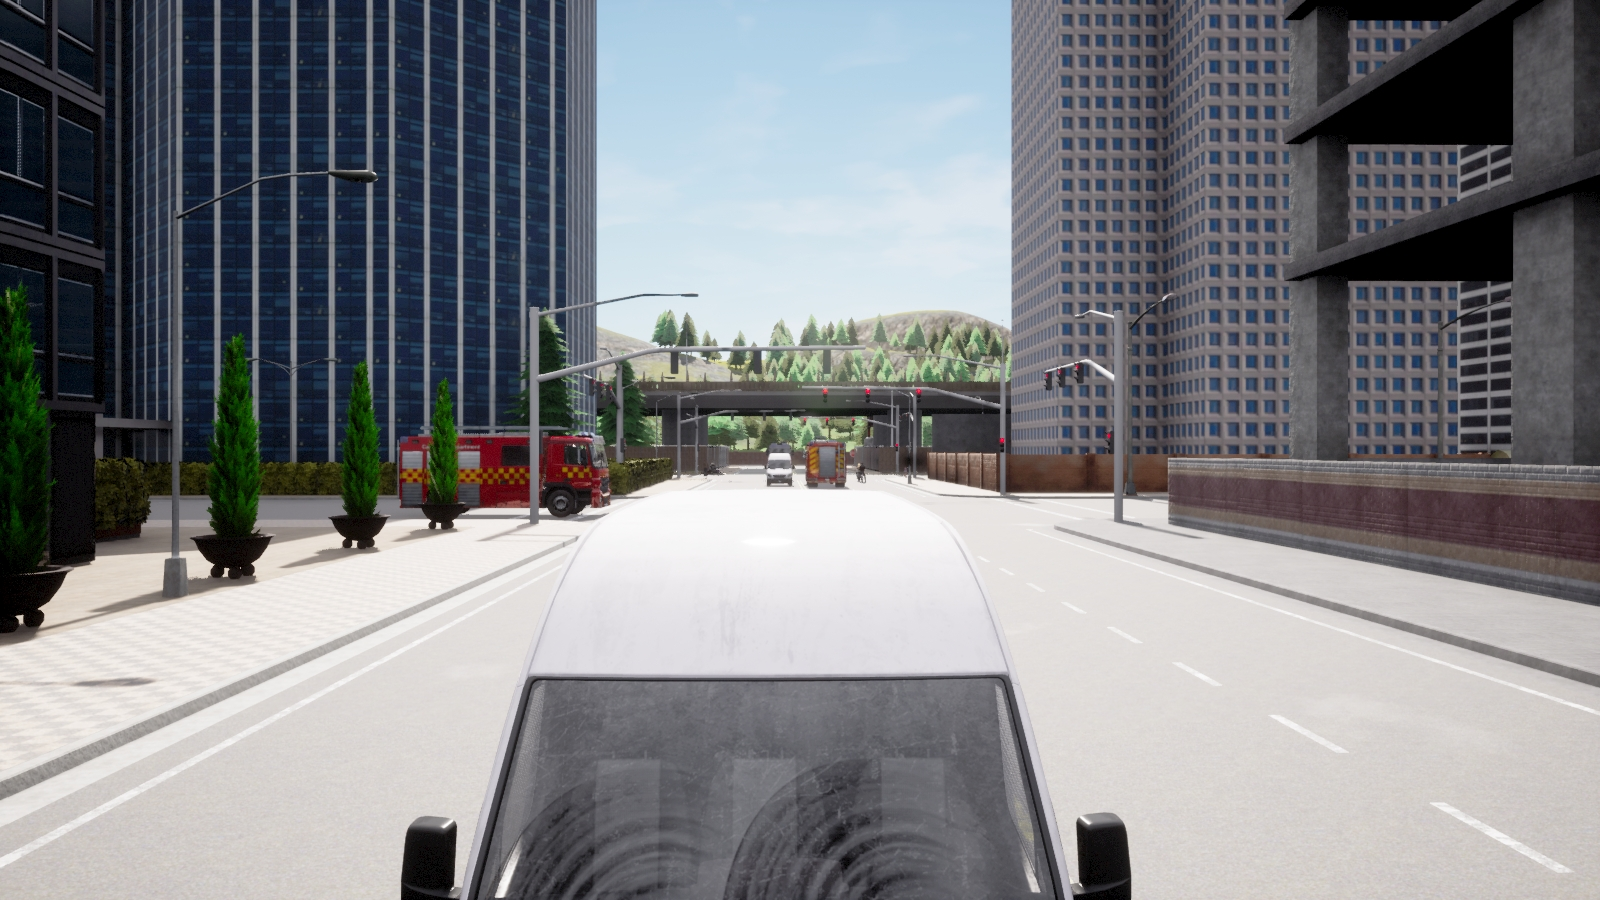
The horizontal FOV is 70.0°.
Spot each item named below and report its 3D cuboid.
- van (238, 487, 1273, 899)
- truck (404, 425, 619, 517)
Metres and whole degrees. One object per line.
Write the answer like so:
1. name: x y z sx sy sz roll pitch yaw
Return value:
1. van: -0.128 1.535 5.152 1.988 2.561 5.915 0 0 -1
2. truck: -12.239 0.890 48.946 8.468 3.827 2.891 0 0 0
